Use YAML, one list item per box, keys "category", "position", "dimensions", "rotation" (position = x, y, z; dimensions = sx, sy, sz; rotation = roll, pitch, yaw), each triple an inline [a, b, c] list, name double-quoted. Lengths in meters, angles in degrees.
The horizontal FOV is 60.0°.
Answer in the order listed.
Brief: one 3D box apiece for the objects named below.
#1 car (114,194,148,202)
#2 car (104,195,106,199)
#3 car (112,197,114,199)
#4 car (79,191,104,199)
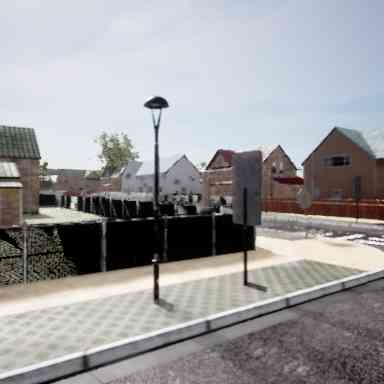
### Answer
- category: "car"
  position: [-6.248, 1.172, 35.932]
  dimensions: [2.128, 1.511, 4.902]
  rotation: [0, 1, -34]
- category: "car"
  position: [-15.691, 0.948, 54.847]
  dimensions: [2.128, 1.511, 4.902]
  rotation: [0, 1, -34]
- category: "car"
  position: [-9.783, 1.059, 46.241]
  dimensions: [2.128, 1.511, 4.902]
  rotation: [0, 1, -33]
- category: "car"
  position: [-15.166, 0.522, 49.189]
  dimensions: [2.097, 1.767, 4.553]
  rotation: [0, 1, -34]
